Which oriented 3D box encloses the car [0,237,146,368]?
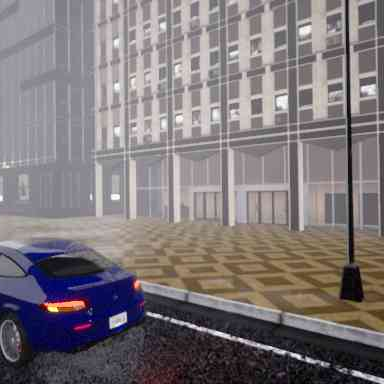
[{"bbox_3d":[-2.849,1.524,5.724,4.674,1.442,1.812,0,0,35],"label":"car"}]
